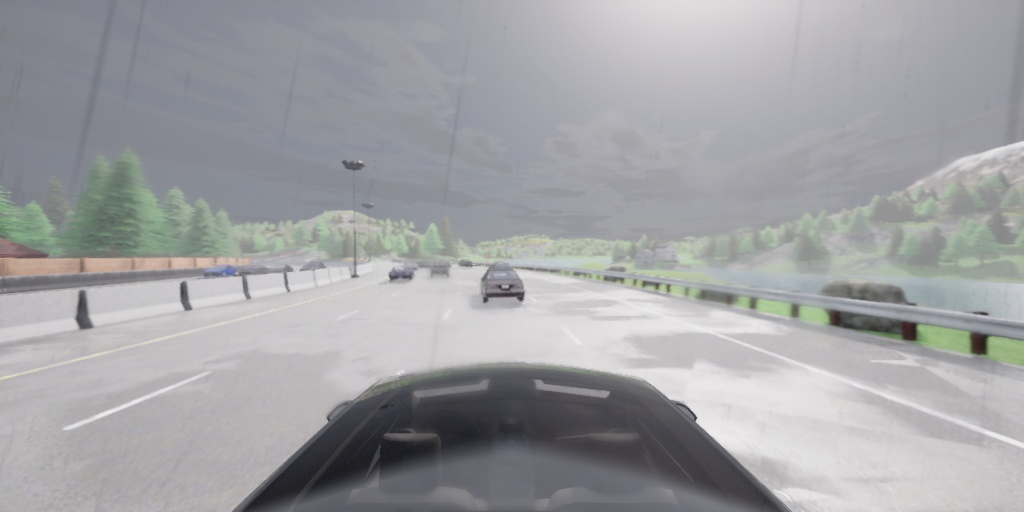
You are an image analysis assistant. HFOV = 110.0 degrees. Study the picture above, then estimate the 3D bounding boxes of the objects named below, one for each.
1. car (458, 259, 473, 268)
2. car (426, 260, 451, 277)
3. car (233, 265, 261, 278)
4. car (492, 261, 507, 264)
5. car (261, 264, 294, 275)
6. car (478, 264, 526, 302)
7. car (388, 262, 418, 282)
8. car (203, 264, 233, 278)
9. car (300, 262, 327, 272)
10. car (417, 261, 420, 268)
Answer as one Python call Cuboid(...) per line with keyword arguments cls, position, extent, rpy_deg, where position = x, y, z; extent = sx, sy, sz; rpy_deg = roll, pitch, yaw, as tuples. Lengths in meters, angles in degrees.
Cuboid(cls="car", position=(-8.445, 1.358, 64.486), extent=(1.837, 1.490, 4.892), rpy_deg=(0, 0, -22))
Cuboid(cls="car", position=(-7.459, 1.344, 37.056), extent=(2.128, 1.511, 4.902), rpy_deg=(-1, 0, -12))
Cuboid(cls="car", position=(-30.931, 1.786, 43.265), extent=(2.033, 1.411, 5.357), rpy_deg=(-1, 0, -16))
Cuboid(cls="car", position=(-1.423, 1.314, 41.830), extent=(1.994, 1.385, 4.181), rpy_deg=(-1, 0, -13))
Cuboid(cls="car", position=(-26.942, 1.699, 41.834), extent=(1.812, 1.442, 4.674), rpy_deg=(-1, 0, -15))
Cuboid(cls="car", position=(-0.559, 1.297, 17.032), extent=(2.033, 1.411, 5.357), rpy_deg=(-1, 0, -7))
Cuboid(cls="car", position=(-9.526, 1.491, 31.327), extent=(1.895, 1.301, 4.718), rpy_deg=(-1, 0, -12))
Cuboid(cls="car", position=(-34.412, 1.775, 42.531), extent=(1.882, 1.535, 5.008), rpy_deg=(-1, 0, -16))
Cuboid(cls="car", position=(-23.595, 1.470, 42.795), extent=(2.097, 1.767, 4.553), rpy_deg=(-1, 0, -15))
Cuboid(cls="car", position=(-15.253, 1.573, 53.463), extent=(1.895, 1.301, 4.718), rpy_deg=(-1, 0, -20))
